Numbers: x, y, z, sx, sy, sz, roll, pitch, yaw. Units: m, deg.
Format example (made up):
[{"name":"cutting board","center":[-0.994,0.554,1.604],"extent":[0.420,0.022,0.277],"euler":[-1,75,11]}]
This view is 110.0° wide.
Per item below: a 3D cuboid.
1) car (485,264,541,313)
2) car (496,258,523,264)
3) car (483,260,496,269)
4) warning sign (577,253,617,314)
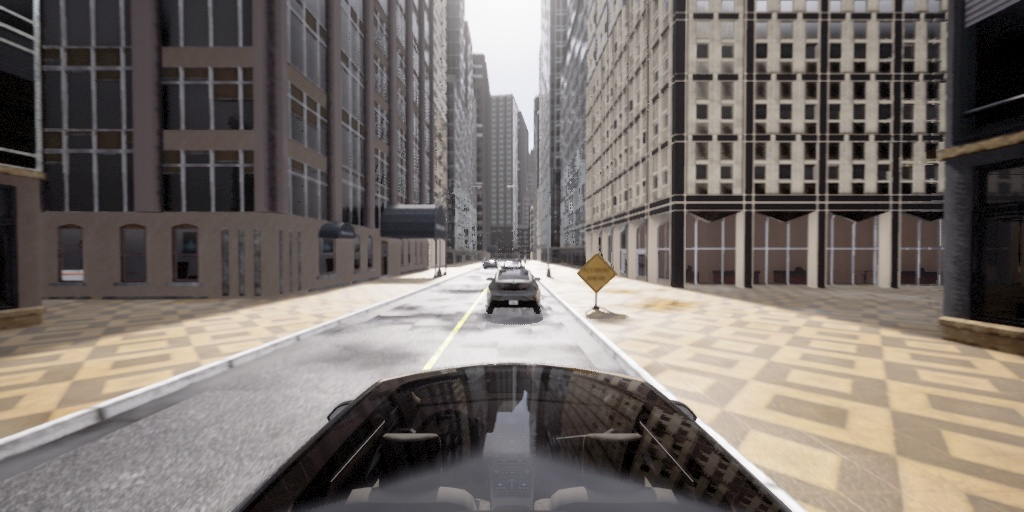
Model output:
[{"name":"car","center":[0.067,1.230,13.855],"extent":[1.837,1.490,4.892],"euler":[0,0,0]},{"name":"car","center":[0.065,1.192,29.218],"extent":[2.128,1.511,4.902],"euler":[0,0,0]},{"name":"car","center":[-3.087,1.238,52.201],"extent":[1.994,1.385,4.181],"euler":[0,0,0]},{"name":"warning sign","center":[2.714,0.844,11.596],"extent":[1.300,1.860,1.060],"euler":[0,0,0]}]
